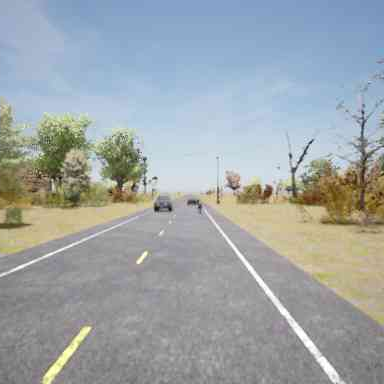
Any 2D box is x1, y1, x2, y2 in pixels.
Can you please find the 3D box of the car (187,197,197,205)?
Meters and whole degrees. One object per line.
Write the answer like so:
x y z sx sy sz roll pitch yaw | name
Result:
0.044 1.832 67.877 1.837 1.490 4.892 0 -2 1 | car

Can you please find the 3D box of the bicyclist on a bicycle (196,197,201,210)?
0.968 1.614 48.370 0.659 1.776 1.843 0 0 0 | bicyclist on a bicycle

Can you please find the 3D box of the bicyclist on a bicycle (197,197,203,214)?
0.967 1.647 38.129 0.582 1.620 1.656 0 -1 0 | bicyclist on a bicycle

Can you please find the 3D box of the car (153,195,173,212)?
-3.578 1.438 42.427 2.150 2.045 5.566 0 -1 0 | car
